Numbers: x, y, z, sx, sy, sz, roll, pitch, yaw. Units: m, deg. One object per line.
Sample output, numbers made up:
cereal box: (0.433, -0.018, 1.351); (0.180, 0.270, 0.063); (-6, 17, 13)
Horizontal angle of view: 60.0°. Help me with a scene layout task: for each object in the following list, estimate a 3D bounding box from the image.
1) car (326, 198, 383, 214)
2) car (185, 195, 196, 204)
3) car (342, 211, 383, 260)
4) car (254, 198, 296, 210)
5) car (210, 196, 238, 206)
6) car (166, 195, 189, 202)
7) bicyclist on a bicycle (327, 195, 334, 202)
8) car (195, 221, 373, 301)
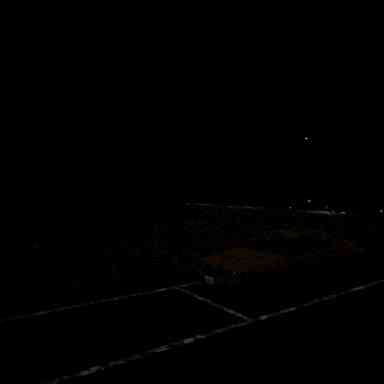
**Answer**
car: (14.665, 1.341, 30.205); (2.128, 1.511, 4.902); (1, 0, -34)
car: (-1.295, 1.193, 53.550); (1.895, 1.301, 4.718); (1, 0, -34)
car: (7.096, 1.547, 11.637); (4.507, 1.381, 1.887); (0, 1, -35)
car: (9.425, 1.367, 37.850); (1.895, 1.301, 4.718); (1, 0, -34)
car: (4.301, 1.247, 45.342); (1.994, 1.385, 4.181); (1, 0, -34)
car: (-2.676, 1.160, 61.148); (1.895, 1.301, 4.718); (1, 0, -34)
bicyclist on a bicycle: (16.271, 1.158, 38.900); (1.656, 1.620, 0.582); (0, 0, -34)
car: (2.336, 1.526, 8.332); (4.829, 1.417, 1.752); (0, 1, -35)
